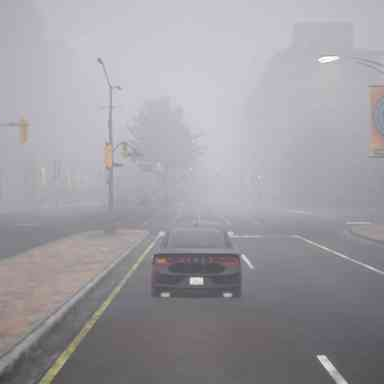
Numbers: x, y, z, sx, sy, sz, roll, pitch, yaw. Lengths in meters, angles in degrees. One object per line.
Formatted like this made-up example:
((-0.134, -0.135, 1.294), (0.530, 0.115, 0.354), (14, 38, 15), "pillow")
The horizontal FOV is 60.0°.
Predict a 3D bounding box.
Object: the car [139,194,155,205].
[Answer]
((-7.873, 1.482, 56.562), (1.837, 1.490, 4.892), (0, 0, 1), "car")

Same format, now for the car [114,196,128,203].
((-14.499, 1.567, 67.931), (1.895, 1.301, 4.718), (0, 0, 0), "car")

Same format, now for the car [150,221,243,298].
((0.109, 1.474, 8.555), (1.882, 1.535, 5.008), (0, 0, 1), "car")

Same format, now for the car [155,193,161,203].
((-7.791, 1.499, 65.821), (1.812, 1.442, 4.674), (0, 0, 1), "car")

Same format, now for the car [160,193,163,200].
((-7.717, 1.194, 76.572), (2.150, 2.045, 5.566), (0, 0, 0), "car")
